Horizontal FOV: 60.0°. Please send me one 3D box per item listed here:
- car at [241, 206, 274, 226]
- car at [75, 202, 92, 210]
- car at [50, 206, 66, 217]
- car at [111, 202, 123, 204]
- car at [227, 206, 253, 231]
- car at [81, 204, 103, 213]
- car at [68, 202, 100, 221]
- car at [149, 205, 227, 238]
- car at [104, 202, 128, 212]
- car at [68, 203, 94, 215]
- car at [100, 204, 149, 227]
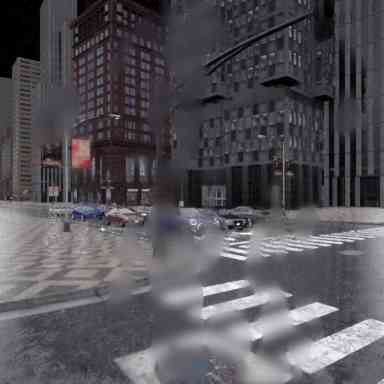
[{"bbox_3d":[3.942,1.815,25.139,1.837,1.490,4.892,0,-1,-36],"label":"car"},{"bbox_3d":[-21.714,2.751,66.434,1.812,1.442,4.674,0,-1,-36],"label":"car"},{"bbox_3d":[-16.680,2.416,42.432,1.895,1.301,4.718,0,-1,-35],"label":"car"},{"bbox_3d":[-9.534,2.153,38.000,2.128,1.511,4.902,0,-1,-36],"label":"car"},{"bbox_3d":[1.712,1.861,22.331,1.994,1.385,4.181,0,-1,-36],"label":"car"},{"bbox_3d":[-15.858,2.556,52.708,1.895,1.301,4.718,0,-1,-36],"label":"car"},{"bbox_3d":[-10.910,2.103,34.342,1.882,1.535,5.008,0,-1,-36],"label":"car"},{"bbox_3d":[-0.361,1.636,19.612,2.097,1.767,4.553,0,-1,-35],"label":"car"},{"bbox_3d":[-12.222,2.394,53.216,1.882,1.535,5.008,0,-1,-36],"label":"car"},{"bbox_3d":[-15.573,2.352,46.492,2.128,1.511,4.902,0,-1,-35],"label":"car"},{"bbox_3d":[-5.514,1.975,26.825,1.812,1.442,4.674,0,-1,-36],"label":"car"}]
